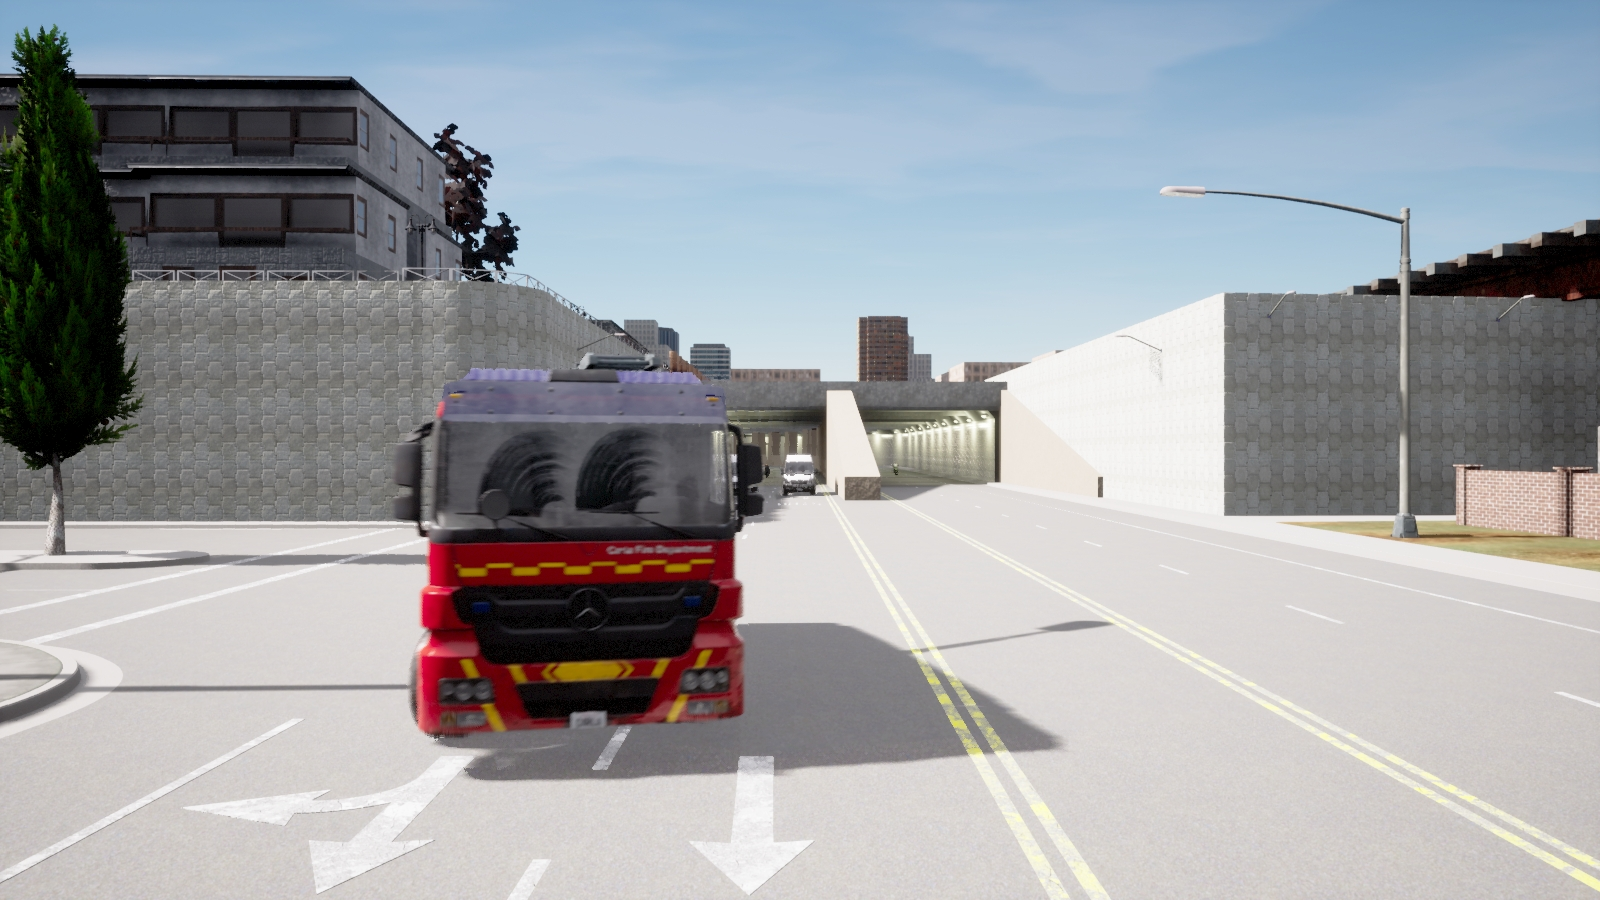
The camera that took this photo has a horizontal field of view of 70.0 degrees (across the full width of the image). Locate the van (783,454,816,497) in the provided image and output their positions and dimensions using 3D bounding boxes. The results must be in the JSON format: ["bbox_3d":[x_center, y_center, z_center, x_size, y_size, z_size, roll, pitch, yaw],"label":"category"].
[{"bbox_3d":[-0.055,1.534,71.850,1.988,2.561,5.915,0,0,0],"label":"van"}]

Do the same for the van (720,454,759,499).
[{"bbox_3d":[-3.554,1.533,67.940,1.988,2.561,5.915,0,0,0],"label":"van"}]

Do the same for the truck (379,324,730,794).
[{"bbox_3d":[-3.034,0.890,13.769,2.891,3.827,8.468,0,0,-14],"label":"truck"}]
